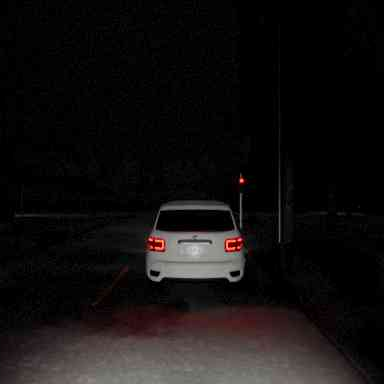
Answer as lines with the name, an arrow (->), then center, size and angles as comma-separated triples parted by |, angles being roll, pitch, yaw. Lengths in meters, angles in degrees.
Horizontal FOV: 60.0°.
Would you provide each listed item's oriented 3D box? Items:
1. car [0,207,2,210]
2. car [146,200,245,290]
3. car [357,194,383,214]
car -> -20.327, 1.477, 30.820 | 5.008, 1.535, 1.882 | 0, 0, 1
car -> 0.103, 1.221, 9.207 | 2.150, 2.045, 5.566 | 0, 0, 1
car -> 20.213, 1.214, 34.627 | 5.566, 2.045, 2.150 | -1, 0, 0
